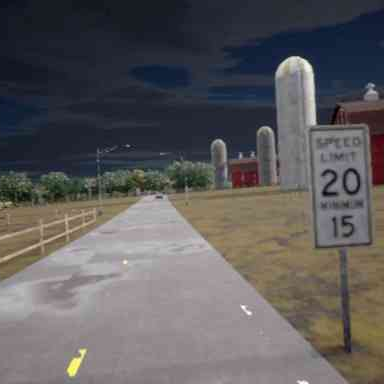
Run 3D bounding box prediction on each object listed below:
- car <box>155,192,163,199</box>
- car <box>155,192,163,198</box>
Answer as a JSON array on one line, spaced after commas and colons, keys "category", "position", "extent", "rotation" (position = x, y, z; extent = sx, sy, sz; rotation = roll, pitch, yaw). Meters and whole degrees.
[{"category": "car", "position": [-7.799, 1.053, 79.687], "extent": [1.895, 1.301, 4.718], "rotation": [-3, 1, -6]}, {"category": "car", "position": [-8.825, 0.742, 89.755], "extent": [1.994, 1.385, 4.181], "rotation": [-3, 1, -6]}]
